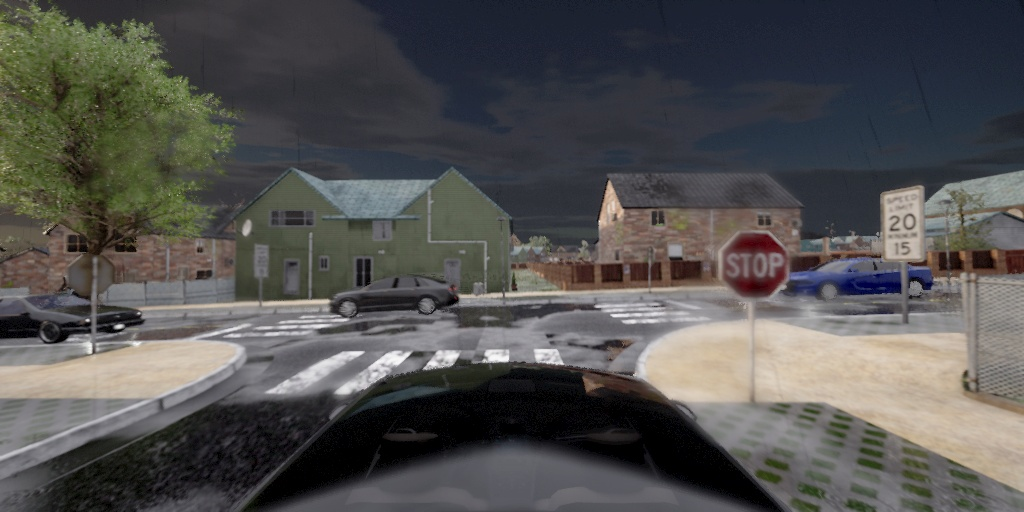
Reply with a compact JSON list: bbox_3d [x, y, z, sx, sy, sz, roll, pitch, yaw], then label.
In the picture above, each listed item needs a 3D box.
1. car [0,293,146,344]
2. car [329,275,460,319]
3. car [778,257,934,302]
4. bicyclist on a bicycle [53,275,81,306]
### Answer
[{"bbox_3d":[-14.736,1.882,11.048,5.357,1.411,2.033,-2,-1,0],"label":"car"},{"bbox_3d":[-4.487,1.506,13.928,4.892,1.490,1.837,-2,-1,0],"label":"car"},{"bbox_3d":[12.984,0.837,13.808,5.008,1.535,1.882,-2,-1,0],"label":"car"},{"bbox_3d":[-20.835,1.733,16.926,0.582,1.620,1.656,0,1,0],"label":"bicyclist on a bicycle"}]
